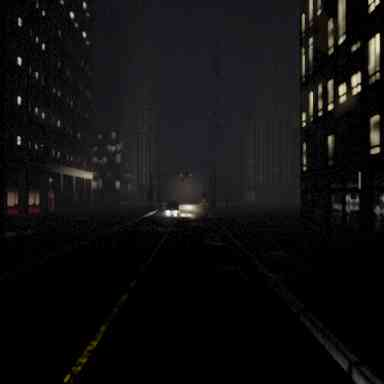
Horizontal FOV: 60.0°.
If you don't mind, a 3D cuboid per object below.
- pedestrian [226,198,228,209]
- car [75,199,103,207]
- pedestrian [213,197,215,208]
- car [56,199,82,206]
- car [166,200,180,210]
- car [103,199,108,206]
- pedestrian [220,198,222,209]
[{"bbox_3d":[5.651,1.835,53.890,0.375,1.860,0.375,0,-1,0],"label":"pedestrian"},{"bbox_3d":[-18.878,2.077,58.932,4.829,1.417,1.752,0,-1,-1],"label":"car"},{"bbox_3d":[3.651,1.753,54.492,0.375,1.860,0.375,0,-1,0],"label":"pedestrian"},{"bbox_3d":[-24.863,2.194,67.446,4.403,1.369,2.008,0,-1,-1],"label":"car"},{"bbox_3d":[-2.989,2.083,52.367,2.128,1.511,4.902,0,-1,0],"label":"car"},{"bbox_3d":[-19.185,2.119,67.569,4.097,1.590,1.967,0,-1,-1],"label":"car"},{"bbox_3d":[4.650,1.771,53.291,0.375,1.860,0.375,0,-1,0],"label":"pedestrian"}]
